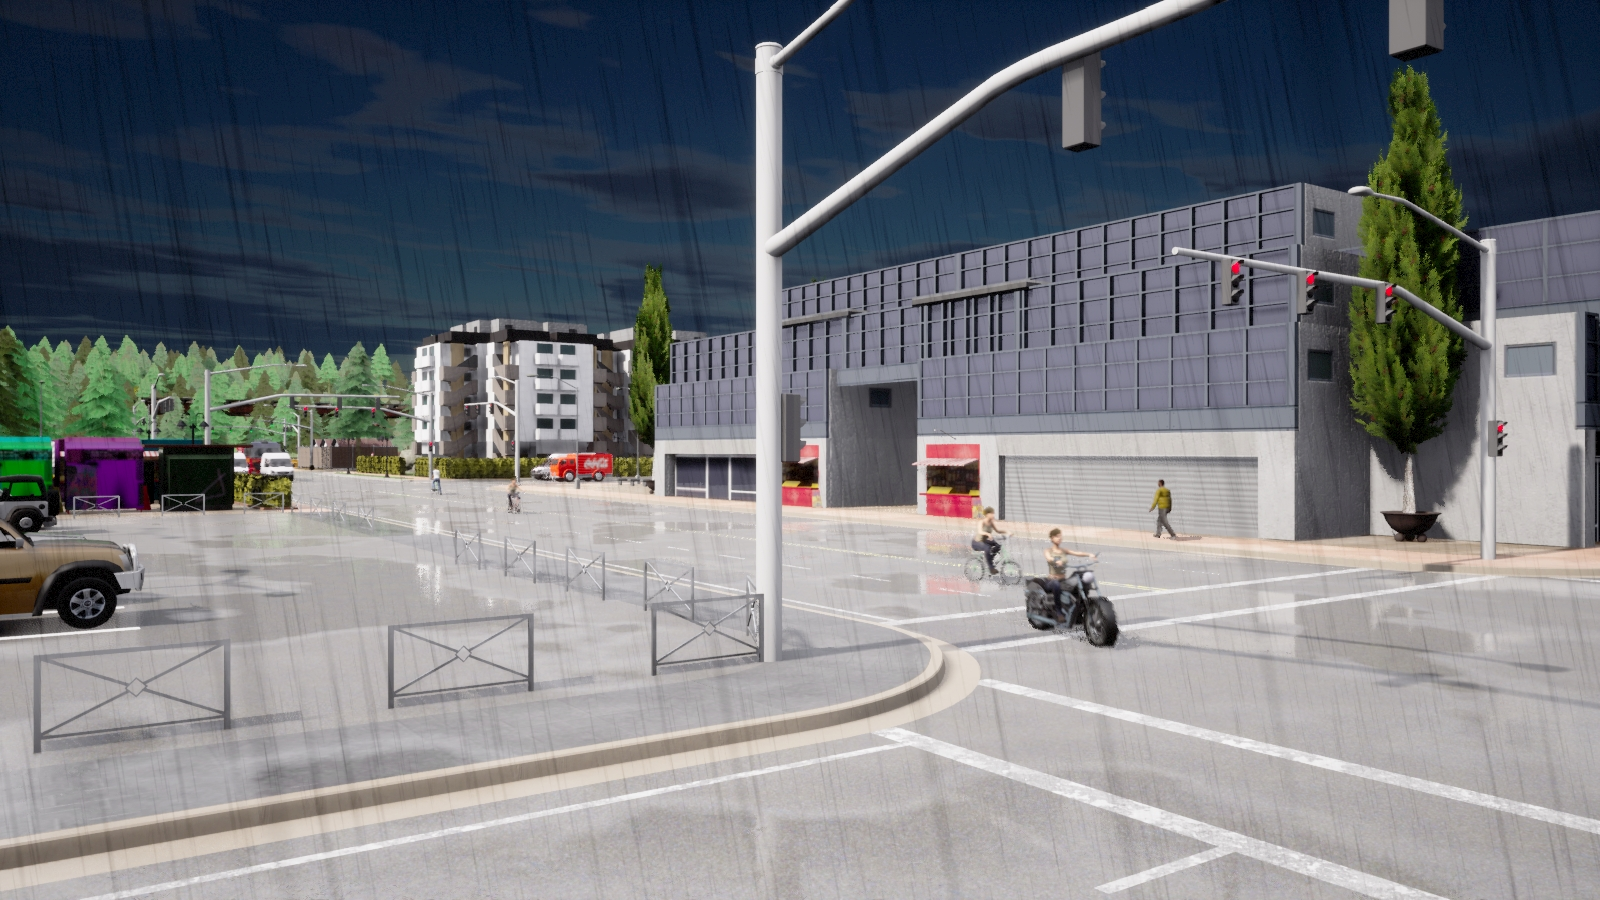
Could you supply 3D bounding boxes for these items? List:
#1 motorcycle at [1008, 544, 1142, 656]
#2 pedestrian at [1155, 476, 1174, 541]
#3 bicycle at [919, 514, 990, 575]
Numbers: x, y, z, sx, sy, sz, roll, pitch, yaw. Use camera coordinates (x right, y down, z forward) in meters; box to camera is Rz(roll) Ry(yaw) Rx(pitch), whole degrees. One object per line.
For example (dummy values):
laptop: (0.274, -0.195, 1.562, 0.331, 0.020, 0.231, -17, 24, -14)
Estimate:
motorcycle: (4.018, 2.155, 16.923, 0.764, 1.307, 2.356, -2, 1, -18)
pedestrian: (10.625, 1.696, 33.335, 0.375, 1.860, 0.375, 0, 0, -28)
bicycle: (3.559, 2.158, 26.375, 0.859, 1.276, 1.487, 0, 0, -33)
